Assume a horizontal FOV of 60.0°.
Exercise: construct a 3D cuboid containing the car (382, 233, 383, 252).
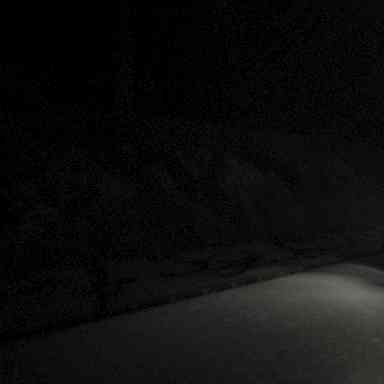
[{"bbox_3d":[8.242,1.114,10.478,5.566,2.045,2.150,0,0,-35],"label":"car"}]
